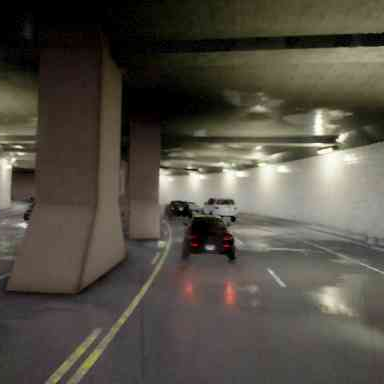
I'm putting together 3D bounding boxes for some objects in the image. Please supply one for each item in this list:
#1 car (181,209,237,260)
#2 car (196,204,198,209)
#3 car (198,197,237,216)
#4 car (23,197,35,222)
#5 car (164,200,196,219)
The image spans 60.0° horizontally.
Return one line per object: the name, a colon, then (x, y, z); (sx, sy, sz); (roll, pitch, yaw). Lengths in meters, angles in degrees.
car: (0.579, 1.639, 13.000); (1.812, 1.442, 4.674); (2, 0, 0)
car: (-0.519, 1.820, 41.908); (1.812, 1.442, 4.674); (2, 0, -19)
car: (2.411, 1.514, 30.245); (2.150, 2.045, 5.566); (2, 0, -10)
car: (-11.071, 1.394, 25.021); (1.812, 1.442, 4.674); (2, 0, -9)
car: (-1.350, 1.543, 31.095); (2.097, 1.767, 4.553); (2, 0, -11)
